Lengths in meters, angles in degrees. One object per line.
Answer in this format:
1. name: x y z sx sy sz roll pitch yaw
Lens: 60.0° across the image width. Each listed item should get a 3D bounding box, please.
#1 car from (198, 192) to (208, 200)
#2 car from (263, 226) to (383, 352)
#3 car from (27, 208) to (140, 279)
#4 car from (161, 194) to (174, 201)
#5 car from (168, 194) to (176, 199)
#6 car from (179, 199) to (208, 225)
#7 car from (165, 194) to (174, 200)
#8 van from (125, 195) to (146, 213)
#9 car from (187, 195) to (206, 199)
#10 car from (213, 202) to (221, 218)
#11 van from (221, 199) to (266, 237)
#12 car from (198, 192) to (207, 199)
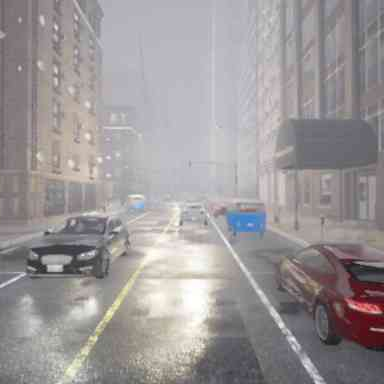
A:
1. car: 2.723 1.014 83.524 2.192 1.841 5.009 1 0 0
2. car: 2.703 1.561 6.010 1.802 1.307 4.206 1 0 0
3. car: -3.096 1.455 9.980 2.128 1.511 4.902 0 0 0
4. car: -5.663 1.291 72.215 2.008 1.369 4.403 1 0 0
5. car: -5.659 1.239 94.834 1.802 1.307 4.206 1 0 0
6. car: 0.105 1.443 23.208 1.812 1.442 4.674 0 0 0
7. car: -5.661 1.265 83.524 1.947 1.339 4.313 1 0 0
8. van: -5.754 1.219 34.298 1.690 1.788 3.998 1 0 0
9. car: 0.095 1.368 38.261 2.163 1.488 4.792 0 0 -1
10. car: 2.708 1.481 28.613 1.802 1.307 4.206 1 0 0
11. van: 2.709 1.280 17.311 1.690 1.788 3.998 1 0 0
12. car: 2.718 1.302 77.870 1.802 1.307 4.206 1 0 0
